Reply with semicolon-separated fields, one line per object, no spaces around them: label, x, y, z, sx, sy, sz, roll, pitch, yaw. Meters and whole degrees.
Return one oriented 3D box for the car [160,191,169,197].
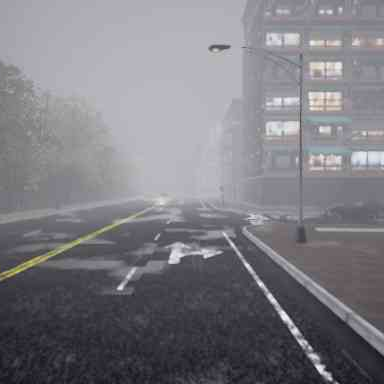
car;-6.481;0.486;78.089;2.033;1.411;5.357;0;0;0

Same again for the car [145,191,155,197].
car;-9.731;0.424;78.090;1.882;1.535;5.008;0;0;0

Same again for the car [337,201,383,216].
car;16.307;1.584;31.612;4.206;1.307;1.802;1;0;0

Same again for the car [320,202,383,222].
car;12.217;1.562;25.920;4.181;1.385;1.994;1;1;0
